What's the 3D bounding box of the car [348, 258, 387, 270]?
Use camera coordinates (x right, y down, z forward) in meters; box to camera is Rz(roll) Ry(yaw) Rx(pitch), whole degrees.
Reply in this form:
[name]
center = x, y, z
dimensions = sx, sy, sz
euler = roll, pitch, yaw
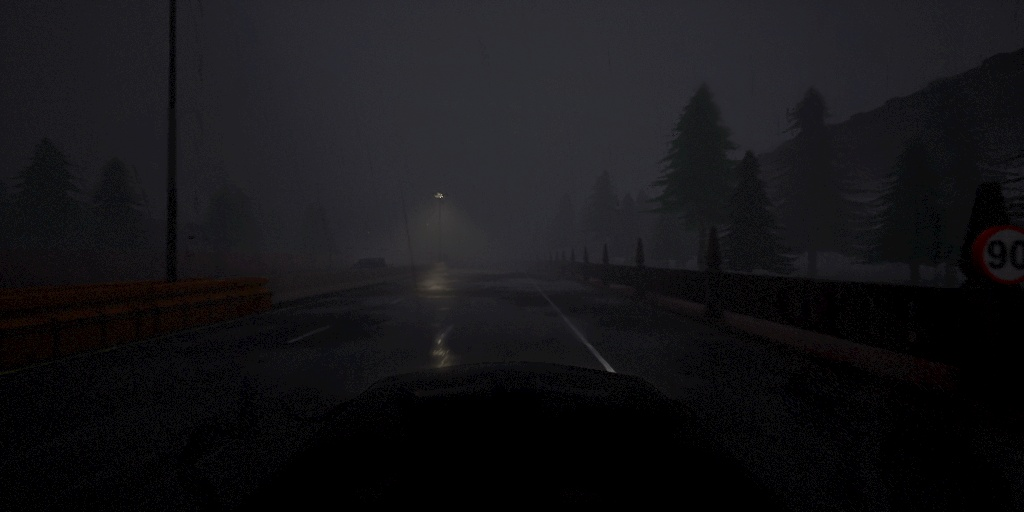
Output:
[car]
center = -14.039, 1.249, 35.098
dimensions = 2.150, 2.045, 5.566
euler = 0, 1, 0
